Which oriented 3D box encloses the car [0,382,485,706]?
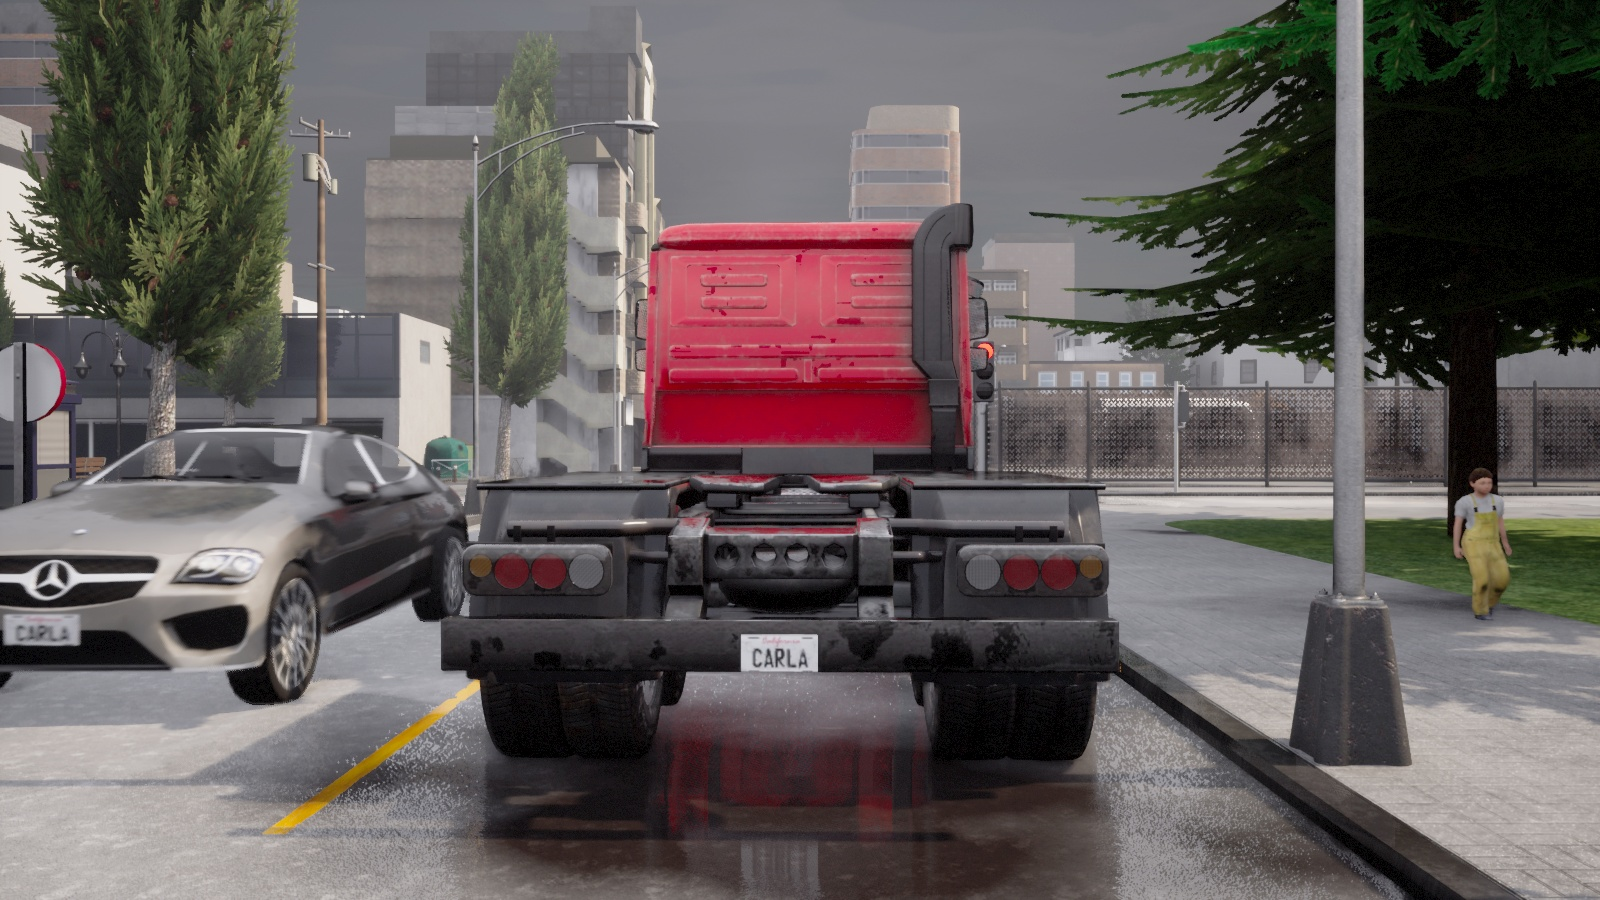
[{"bbox_3d":[-3.951,0.472,8.912,2.152,1.651,5.027,0,0,0],"label":"car"}]

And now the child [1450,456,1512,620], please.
[{"bbox_3d":[5.403,0.684,9.974,0.270,1.263,0.437,0,0,4],"label":"child"}]

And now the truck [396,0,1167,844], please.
[{"bbox_3d":[0.020,-0.284,8.679,2.891,3.462,7.936,0,0,1],"label":"truck"}]

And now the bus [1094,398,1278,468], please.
[{"bbox_3d":[23.857,-1.052,78.208,10.273,4.253,3.944,0,0,2],"label":"bus"}]
